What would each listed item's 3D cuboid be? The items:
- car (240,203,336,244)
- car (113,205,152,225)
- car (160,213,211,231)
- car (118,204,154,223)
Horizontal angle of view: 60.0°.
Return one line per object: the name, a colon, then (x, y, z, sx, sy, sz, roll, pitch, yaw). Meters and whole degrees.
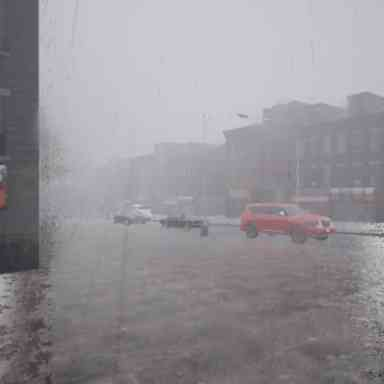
car: (5.147, 1.641, 18.700, 2.150, 2.045, 5.566, 0, -2, -35)
car: (-6.536, 2.514, 35.007, 2.097, 1.767, 4.553, 0, -2, -36)
car: (-0.586, 2.365, 26.692, 1.895, 1.301, 4.718, 0, -2, -36)
car: (-6.936, 2.576, 40.620, 2.150, 2.045, 5.566, 0, -2, -36)
